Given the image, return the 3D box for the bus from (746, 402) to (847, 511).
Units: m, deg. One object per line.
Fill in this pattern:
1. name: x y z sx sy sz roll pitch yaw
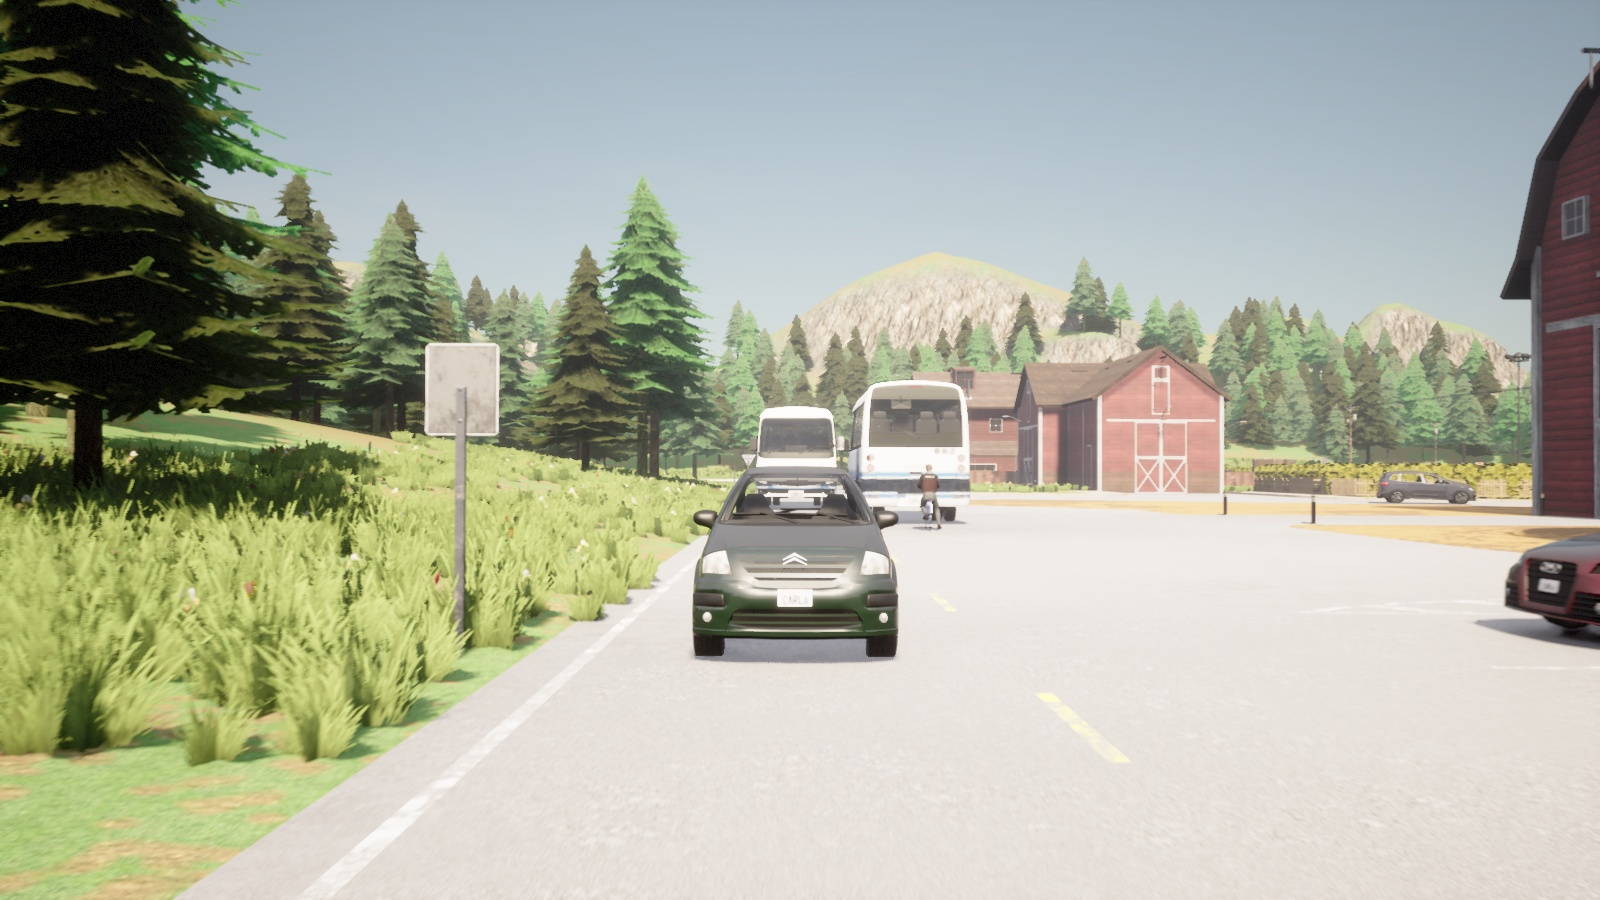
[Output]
1. bus: -0.138 0.351 54.481 3.944 4.253 10.273 0 -1 0

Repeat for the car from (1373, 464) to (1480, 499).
1. car: 32.032 1.590 64.337 4.611 1.667 2.242 0 -1 19

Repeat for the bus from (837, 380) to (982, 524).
1. bus: 3.393 0.133 42.303 3.944 4.253 10.273 0 -1 0

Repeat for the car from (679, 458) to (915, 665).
1. car: -0.030 0.912 11.903 1.851 1.617 3.988 0 -1 0
